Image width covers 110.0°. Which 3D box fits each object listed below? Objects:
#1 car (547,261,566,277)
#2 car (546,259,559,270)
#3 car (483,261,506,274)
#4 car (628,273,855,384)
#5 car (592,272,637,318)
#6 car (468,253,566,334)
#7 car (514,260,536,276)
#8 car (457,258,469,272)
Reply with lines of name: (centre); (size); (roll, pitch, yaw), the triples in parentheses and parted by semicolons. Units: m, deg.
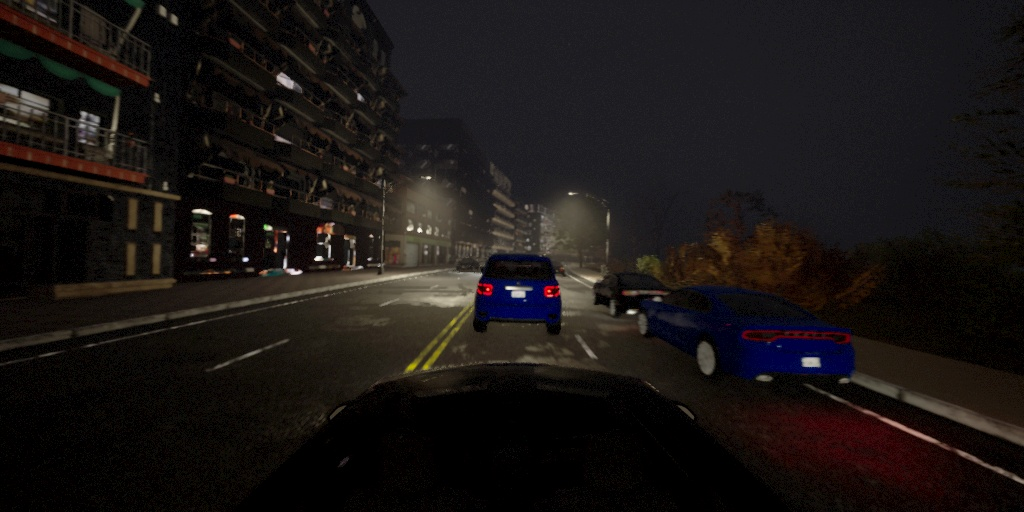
car: (4.629, 1.339, 38.109); (1.812, 1.442, 4.674); (2, 0, 5)
car: (6.410, 1.342, 56.770); (1.882, 1.535, 5.008); (2, 0, 7)
car: (-1.866, 1.208, 39.970); (1.895, 1.301, 4.718); (2, 0, 5)
car: (4.259, 1.347, 7.562); (1.882, 1.535, 5.008); (2, 0, 0)
car: (4.332, 1.332, 13.479); (1.882, 1.535, 5.008); (2, 0, 1)
car: (0.180, 0.950, 10.807); (2.150, 2.045, 5.566); (2, 0, 1)
car: (1.486, 1.205, 39.019); (2.128, 1.511, 4.902); (2, 0, 5)
car: (-4.999, 0.984, 41.282); (1.882, 1.535, 5.008); (2, 0, 5)
